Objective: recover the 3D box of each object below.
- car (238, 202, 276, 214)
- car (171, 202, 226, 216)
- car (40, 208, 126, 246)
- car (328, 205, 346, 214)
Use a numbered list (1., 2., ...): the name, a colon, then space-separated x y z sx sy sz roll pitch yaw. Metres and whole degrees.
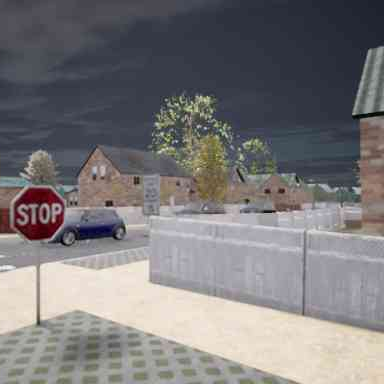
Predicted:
1. car: 6.849 2.010 34.429 2.150 2.045 5.566 -1 -2 35
2. car: 0.604 1.765 25.649 2.150 2.045 5.566 -1 -2 35
3. car: -5.602 1.655 16.995 2.097 1.767 4.553 -1 -2 37
4. car: 22.471 2.743 51.345 1.882 1.535 5.008 -1 -2 35
